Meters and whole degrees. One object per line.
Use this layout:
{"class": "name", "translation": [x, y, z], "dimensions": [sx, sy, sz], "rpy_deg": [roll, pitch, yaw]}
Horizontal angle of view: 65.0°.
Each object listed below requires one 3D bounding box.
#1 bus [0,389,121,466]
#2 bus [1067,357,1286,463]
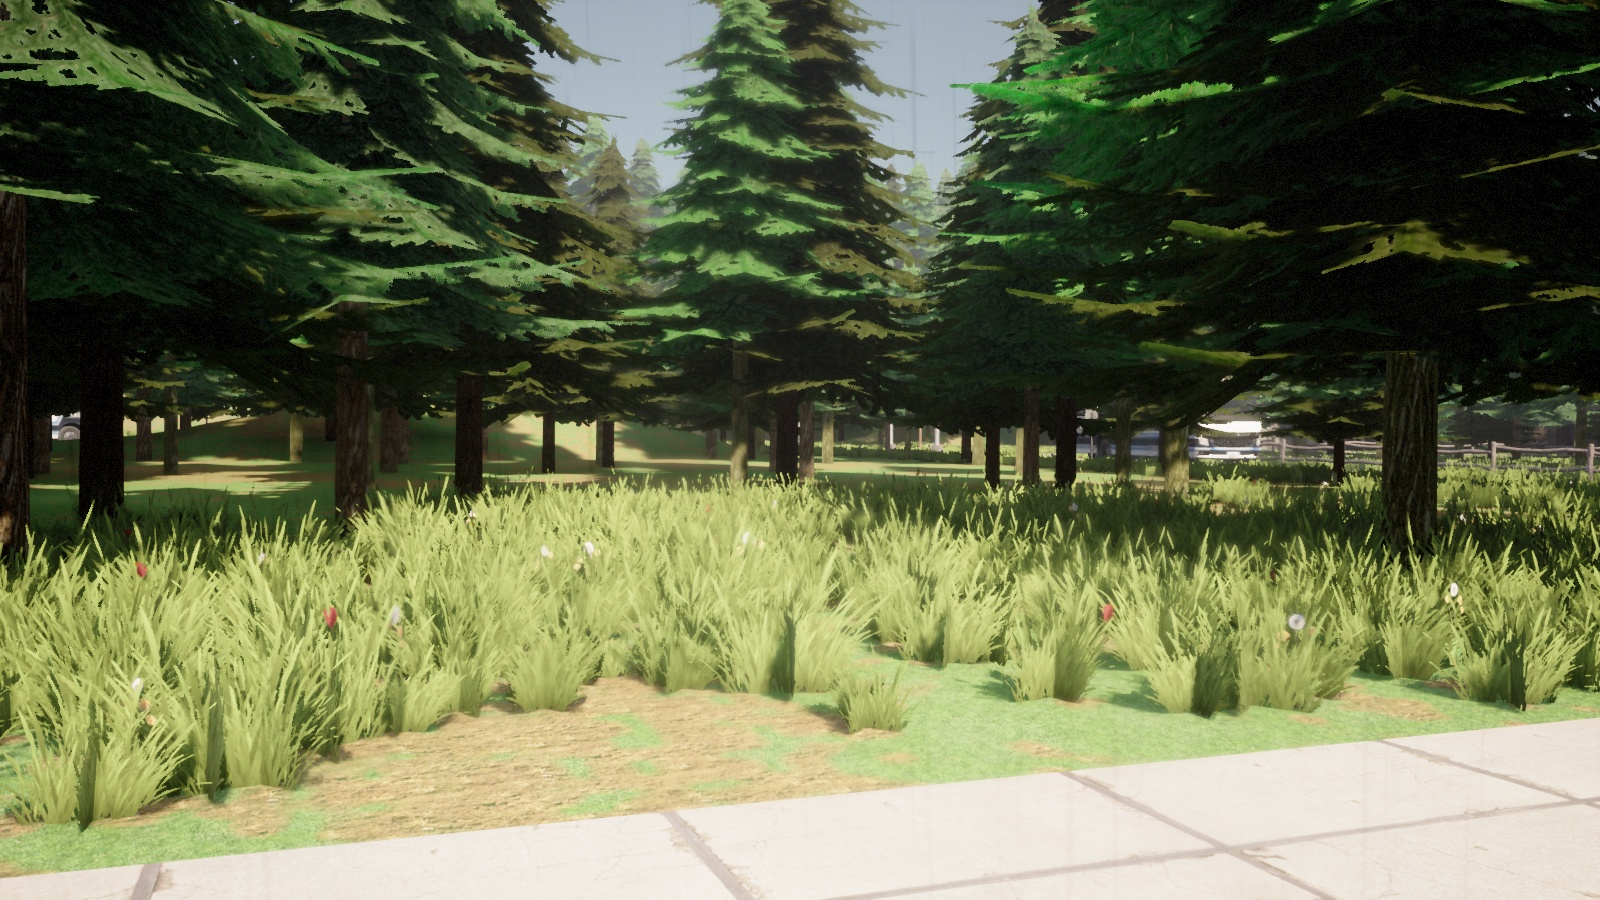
{"class": "bus", "translation": [-44.786, -1.279, 71.152], "dimensions": [3.944, 4.253, 10.273], "rpy_deg": [0, 1, 40]}
{"class": "bus", "translation": [16.290, -1.685, 55.558], "dimensions": [3.944, 4.253, 10.273], "rpy_deg": [-1, 1, -19]}
